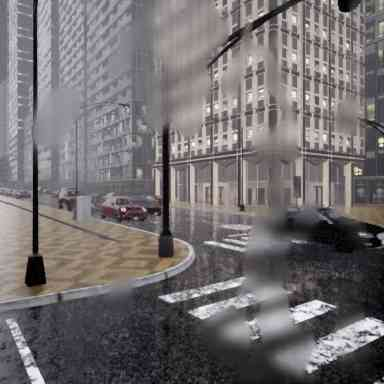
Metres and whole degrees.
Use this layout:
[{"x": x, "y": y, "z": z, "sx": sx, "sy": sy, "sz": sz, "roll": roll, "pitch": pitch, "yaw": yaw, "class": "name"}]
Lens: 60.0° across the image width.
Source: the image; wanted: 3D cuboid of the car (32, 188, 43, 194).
[{"x": -40.002, "y": -0.213, "z": 86.112, "sx": 1.947, "sy": 1.339, "sz": 4.313, "roll": 1, "pitch": 0, "yaw": -36, "class": "car"}]

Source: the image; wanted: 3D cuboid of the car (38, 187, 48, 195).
[{"x": -33.514, "y": -0.020, "z": 77.041, "sx": 1.887, "sy": 1.381, "sz": 4.507, "roll": 1, "pitch": 0, "yaw": -36, "class": "car"}]

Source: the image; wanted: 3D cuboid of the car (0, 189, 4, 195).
[{"x": -37.040, "y": 0.107, "z": 67.566, "sx": 2.008, "sy": 1.369, "sz": 4.403, "roll": 1, "pitch": 0, "yaw": -36, "class": "car"}]

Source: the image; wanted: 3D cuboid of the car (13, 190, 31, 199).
[{"x": -27.311, "y": 0.422, "z": 53.965, "sx": 1.887, "sy": 1.381, "sz": 4.507, "roll": 1, "pitch": 0, "yaw": -36, "class": "car"}]

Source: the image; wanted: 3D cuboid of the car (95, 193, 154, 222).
[{"x": -4.608, "y": 1.069, "z": 22.228, "sx": 1.967, "sy": 1.590, "sz": 4.097, "roll": 1, "pitch": 0, "yaw": -36, "class": "car"}]

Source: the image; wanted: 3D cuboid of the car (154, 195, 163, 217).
[{"x": -4.087, "y": 1.119, "z": 25.930, "sx": 2.033, "sy": 1.411, "sz": 5.357, "roll": 0, "pitch": 1, "yaw": -36, "class": "car"}]

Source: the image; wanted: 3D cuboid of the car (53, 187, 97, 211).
[{"x": -11.090, "y": 0.729, "z": 31.295, "sx": 2.192, "sy": 1.841, "sz": 5.009, "roll": 1, "pitch": 0, "yaw": -36, "class": "car"}]

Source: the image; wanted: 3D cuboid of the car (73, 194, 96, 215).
[{"x": -7.855, "y": 1.103, "z": 26.762, "sx": 1.802, "sy": 1.307, "sz": 4.206, "roll": 1, "pitch": 0, "yaw": -36, "class": "car"}]

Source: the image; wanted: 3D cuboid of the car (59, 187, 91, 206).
[{"x": -14.229, "y": 0.460, "z": 40.135, "sx": 2.150, "sy": 2.045, "sz": 5.566, "roll": 0, "pitch": 1, "yaw": -35, "class": "car"}]

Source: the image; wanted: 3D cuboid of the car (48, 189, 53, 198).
[{"x": -23.132, "y": 0.329, "z": 58.050, "sx": 1.882, "sy": 1.535, "sz": 5.008, "roll": 0, "pitch": 1, "yaw": -36, "class": "car"}]

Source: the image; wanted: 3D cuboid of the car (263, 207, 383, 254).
[{"x": 5.050, "y": 1.367, "z": 13.150, "sx": 2.128, "sy": 1.511, "sz": 4.902, "roll": 0, "pitch": 1, "yaw": -36, "class": "car"}]

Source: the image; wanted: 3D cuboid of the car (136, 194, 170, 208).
[{"x": -4.318, "y": 0.982, "z": 36.221, "sx": 1.802, "sy": 1.307, "sz": 4.206, "roll": 1, "pitch": 0, "yaw": -36, "class": "car"}]

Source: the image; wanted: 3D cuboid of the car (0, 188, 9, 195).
[{"x": -43.526, "y": -0.112, "z": 76.633, "sx": 1.887, "sy": 1.381, "sz": 4.507, "roll": 1, "pitch": 0, "yaw": -36, "class": "car"}]

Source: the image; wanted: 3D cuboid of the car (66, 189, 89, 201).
[{"x": -17.187, "y": 0.400, "z": 49.737, "sx": 2.097, "sy": 1.767, "sz": 4.553, "roll": 0, "pitch": 1, "yaw": -36, "class": "car"}]

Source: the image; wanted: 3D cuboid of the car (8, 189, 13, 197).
[{"x": -30.554, "y": 0.321, "z": 58.498, "sx": 2.008, "sy": 1.369, "sz": 4.403, "roll": 1, "pitch": 0, "yaw": -36, "class": "car"}]

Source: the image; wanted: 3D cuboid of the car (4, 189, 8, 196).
[{"x": -33.797, "y": 0.208, "z": 63.032, "sx": 1.887, "sy": 1.381, "sz": 4.507, "roll": 1, "pitch": 0, "yaw": -36, "class": "car"}]

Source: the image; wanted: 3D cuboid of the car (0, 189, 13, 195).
[{"x": -40.283, "y": 0.016, "z": 72.100, "sx": 1.947, "sy": 1.339, "sz": 4.313, "roll": 1, "pitch": 0, "yaw": -36, "class": "car"}]

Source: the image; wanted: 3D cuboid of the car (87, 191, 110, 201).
[{"x": -14.050, "y": 0.644, "z": 49.829, "sx": 1.947, "sy": 1.339, "sz": 4.313, "roll": 1, "pitch": 0, "yaw": -36, "class": "car"}]
